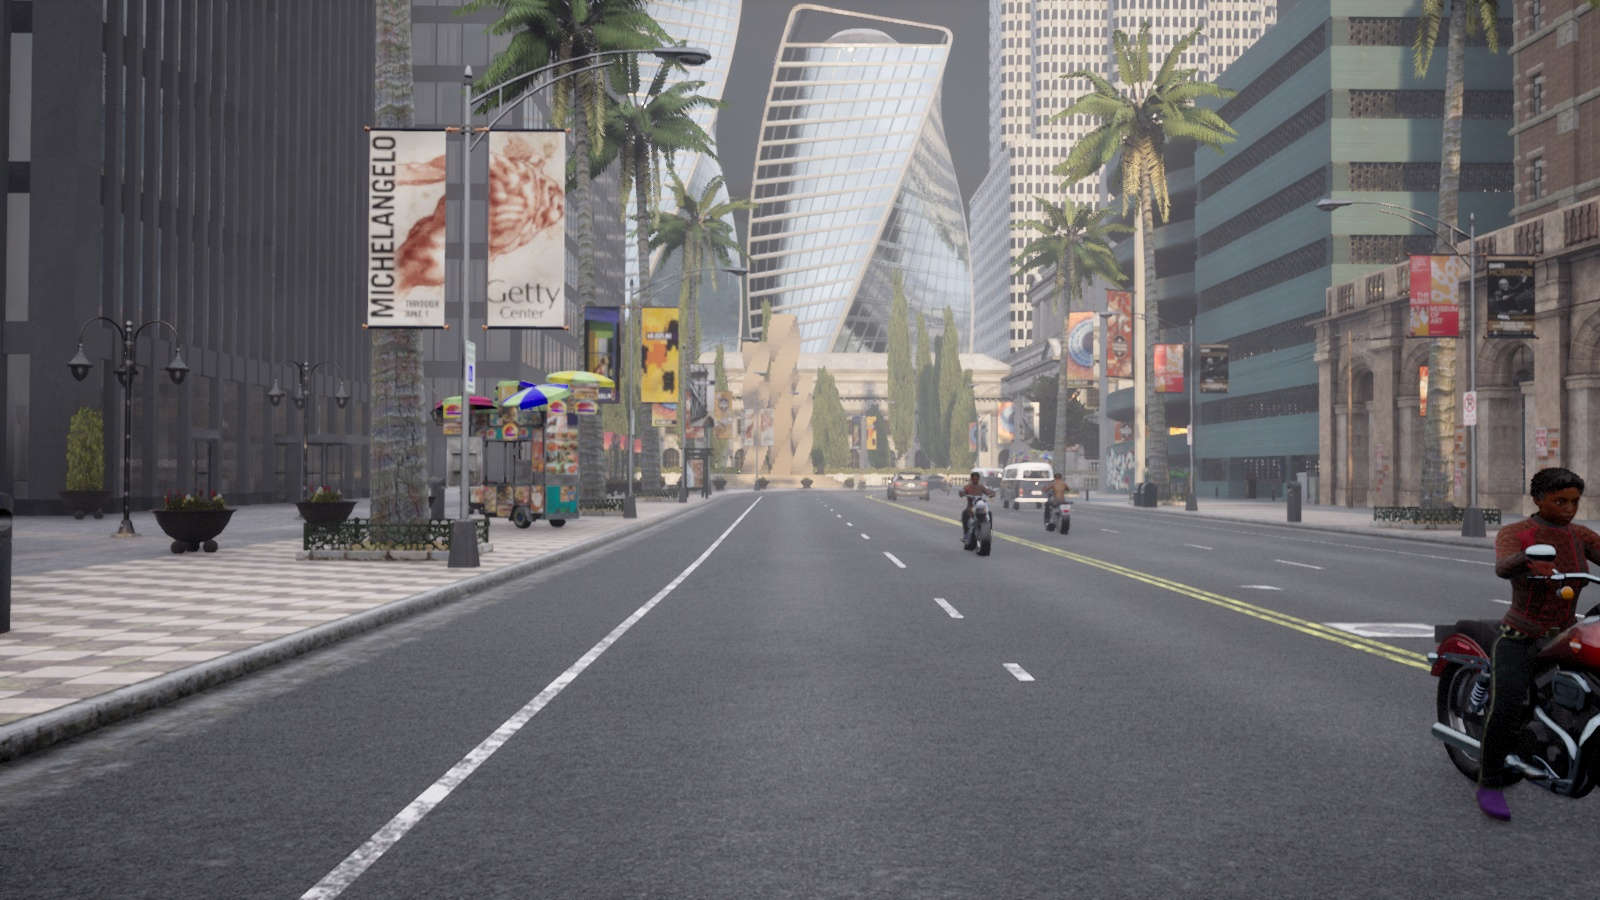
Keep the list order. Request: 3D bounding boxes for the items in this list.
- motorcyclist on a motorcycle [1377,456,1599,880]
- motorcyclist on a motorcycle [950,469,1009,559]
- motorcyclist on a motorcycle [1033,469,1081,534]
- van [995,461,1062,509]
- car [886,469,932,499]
[{"bbox_3d":[3.492,0.855,5.565,0.766,1.649,2.350,0,-1,0],"label":"motorcyclist on a motorcycle"},{"bbox_3d":[3.461,1.201,24.420,0.766,1.649,2.350,0,-1,-1],"label":"motorcyclist on a motorcycle"},{"bbox_3d":[6.848,1.354,33.580,0.766,1.649,2.350,0,-1,-1],"label":"motorcyclist on a motorcycle"},{"bbox_3d":[10.072,1.519,55.690,2.069,2.038,4.480,0,-1,-1],"label":"van"},{"bbox_3d":[6.345,1.986,73.798,2.242,1.667,4.611,0,-1,-1],"label":"car"}]
